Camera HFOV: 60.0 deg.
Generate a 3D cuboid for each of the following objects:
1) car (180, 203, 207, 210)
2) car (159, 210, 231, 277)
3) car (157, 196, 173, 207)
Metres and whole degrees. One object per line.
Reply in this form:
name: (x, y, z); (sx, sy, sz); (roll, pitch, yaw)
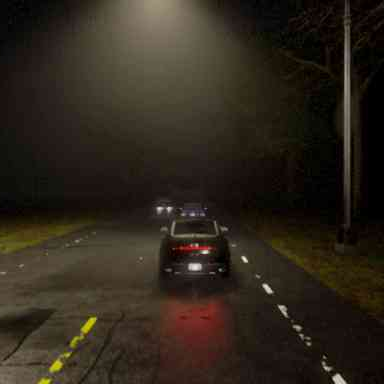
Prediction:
car: (0.080, 1.477, 24.006); (2.033, 1.411, 5.357); (0, 0, 0)
car: (0.076, 1.505, 10.200); (1.837, 1.490, 4.892); (0, 0, 0)
car: (-3.556, 1.234, 44.579); (2.033, 1.411, 5.357); (0, 1, 0)
